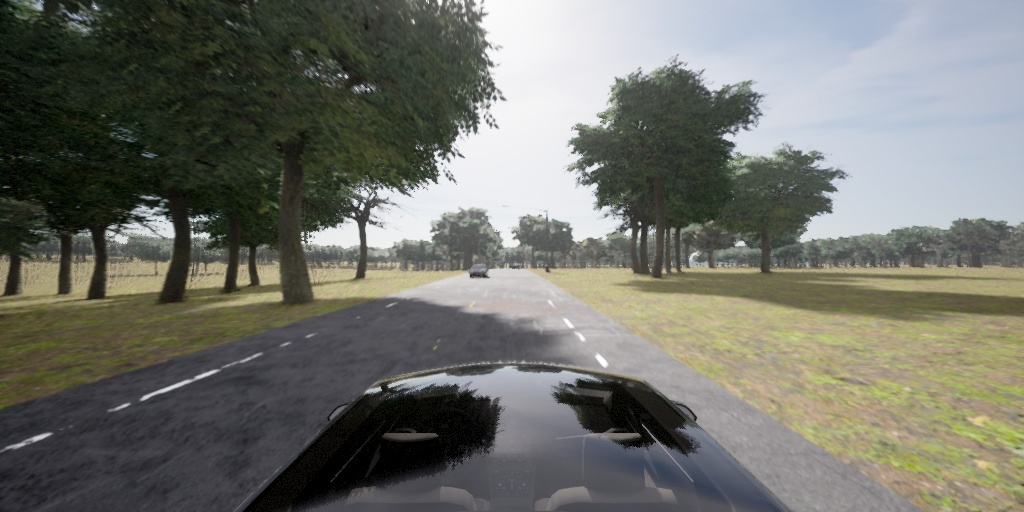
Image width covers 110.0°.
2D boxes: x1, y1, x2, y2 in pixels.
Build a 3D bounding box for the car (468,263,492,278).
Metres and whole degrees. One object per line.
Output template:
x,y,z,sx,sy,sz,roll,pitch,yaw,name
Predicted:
-3.585,1.633,39.153,1.837,1.490,4.892,0,0,0,car
